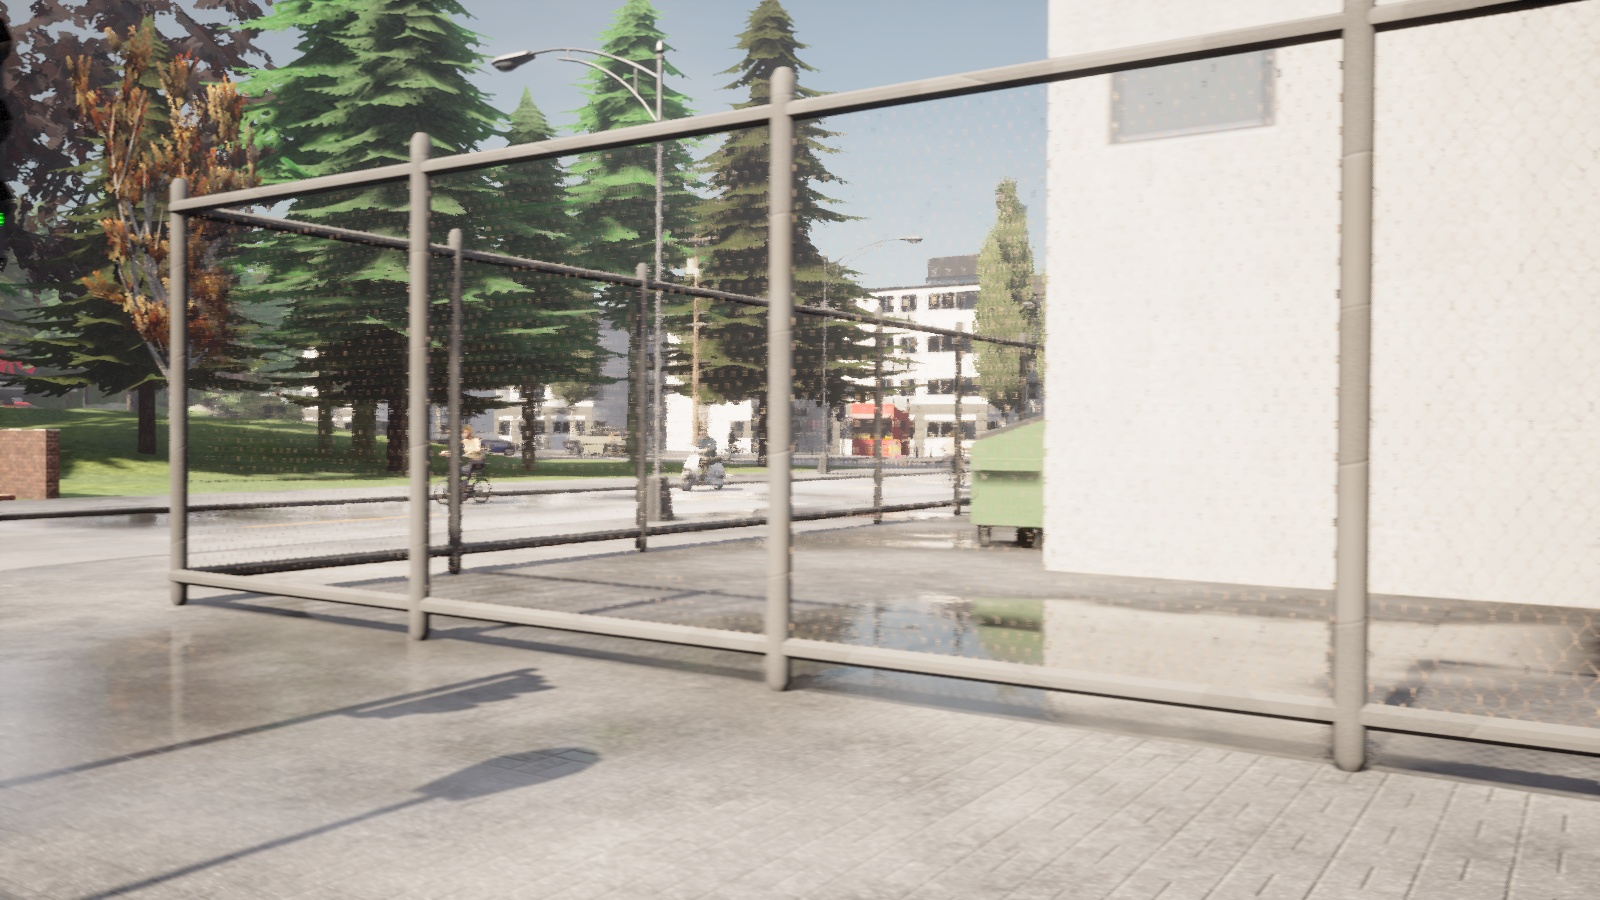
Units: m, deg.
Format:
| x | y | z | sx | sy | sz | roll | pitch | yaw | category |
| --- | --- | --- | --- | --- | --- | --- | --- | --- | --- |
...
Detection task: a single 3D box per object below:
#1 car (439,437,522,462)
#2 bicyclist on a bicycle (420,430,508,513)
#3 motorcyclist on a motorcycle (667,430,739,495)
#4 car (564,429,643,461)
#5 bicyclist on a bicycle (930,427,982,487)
| x | y | z | sx | sy | sz | roll | pitch | yaw | category |
| --- | --- | --- | --- | --- | --- | --- | --- | --- | --- |
| -19.274 | -0.038 | 75.664 | 4.792 | 1.488 | 2.163 | 0 | 1 | 33 | car |
| -6.736 | 0.414 | 25.230 | 0.866 | 1.612 | 1.509 | 0 | 1 | 33 | bicyclist on a bicycle |
| -2.447 | 0.302 | 31.837 | 0.866 | 1.590 | 1.817 | 0 | 1 | 33 | motorcyclist on a motorcycle |
| -11.855 | -0.298 | 75.617 | 4.605 | 1.855 | 1.932 | 0 | 1 | 33 | car |
| 4.343 | 0.174 | 34.959 | 0.866 | 1.612 | 1.509 | 0 | 1 | 33 | bicyclist on a bicycle |
